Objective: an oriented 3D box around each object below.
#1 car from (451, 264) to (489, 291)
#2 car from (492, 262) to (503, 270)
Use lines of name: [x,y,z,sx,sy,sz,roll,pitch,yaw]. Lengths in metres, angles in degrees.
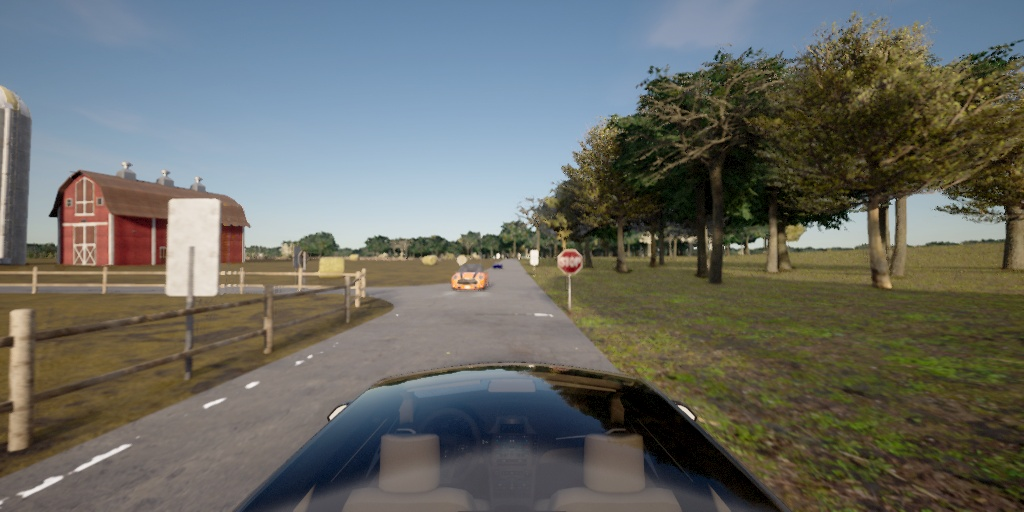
car: [-2.662,1.324,23.716,2.097,1.767,4.553,0,-1,0]
car: [-2.490,1.725,63.102,1.895,1.301,4.718,0,0,0]
